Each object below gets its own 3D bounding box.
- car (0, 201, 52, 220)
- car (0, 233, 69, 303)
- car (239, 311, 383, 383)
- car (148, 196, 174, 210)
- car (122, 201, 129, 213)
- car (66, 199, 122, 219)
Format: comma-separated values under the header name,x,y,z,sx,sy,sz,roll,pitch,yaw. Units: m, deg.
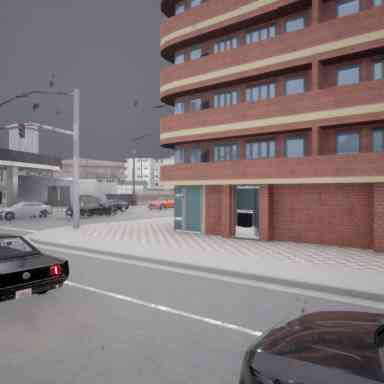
name,x,y,z,sx,sy,sz,roll,pitch,yaw
car,-14.133,1.523,27.951,1.812,1.442,4.674,0,0,34
car,-4.929,1.599,7.496,4.718,1.301,1.895,0,0,36
car,2.651,1.514,2.104,4.892,1.490,1.837,0,0,35
car,-3.670,1.389,43.183,2.097,1.767,4.553,0,0,35
car,-8.907,1.509,35.595,2.128,1.511,4.902,0,0,35
car,-8.780,1.537,29.269,1.812,1.442,4.674,0,0,35
